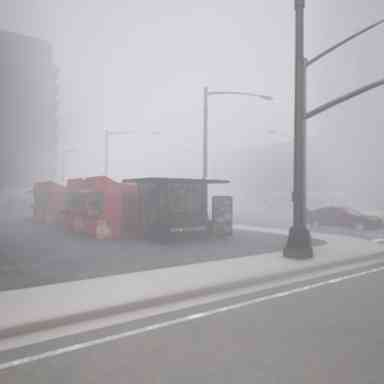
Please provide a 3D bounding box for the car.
[{"bbox_3d":[10.194,1.740,22.512,1.882,1.535,5.008,1,0,-36],"label":"car"}]
